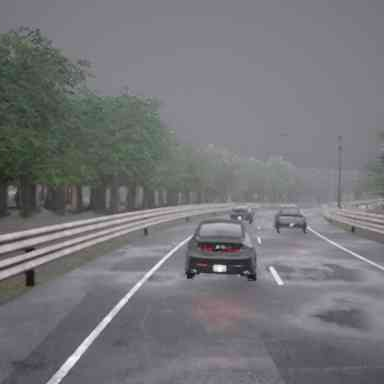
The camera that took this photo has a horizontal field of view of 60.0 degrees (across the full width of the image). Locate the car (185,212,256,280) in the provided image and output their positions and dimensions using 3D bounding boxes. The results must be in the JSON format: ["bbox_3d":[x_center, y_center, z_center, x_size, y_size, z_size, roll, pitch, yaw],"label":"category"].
[{"bbox_3d":[0.909,1.572,10.237,1.837,1.490,4.892,1,0,6],"label":"car"}]

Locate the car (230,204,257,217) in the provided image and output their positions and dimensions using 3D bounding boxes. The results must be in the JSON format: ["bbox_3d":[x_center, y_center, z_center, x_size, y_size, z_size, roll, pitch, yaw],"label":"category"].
[{"bbox_3d":[4.348,1.835,28.382,1.837,1.490,4.892,1,-1,14],"label":"car"}]

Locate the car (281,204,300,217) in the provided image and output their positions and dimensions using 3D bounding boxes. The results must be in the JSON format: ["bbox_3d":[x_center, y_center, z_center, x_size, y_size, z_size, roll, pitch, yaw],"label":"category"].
[{"bbox_3d":[12.128,2.230,40.803,1.837,1.490,4.892,1,-1,21],"label":"car"}]

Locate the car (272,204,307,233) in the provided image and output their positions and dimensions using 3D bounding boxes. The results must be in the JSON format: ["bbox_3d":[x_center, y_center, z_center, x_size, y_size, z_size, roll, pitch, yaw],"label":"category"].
[{"bbox_3d":[6.394,1.773,21.944,2.128,1.511,4.902,1,-1,12],"label":"car"}]
